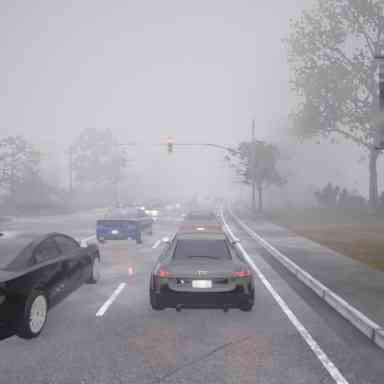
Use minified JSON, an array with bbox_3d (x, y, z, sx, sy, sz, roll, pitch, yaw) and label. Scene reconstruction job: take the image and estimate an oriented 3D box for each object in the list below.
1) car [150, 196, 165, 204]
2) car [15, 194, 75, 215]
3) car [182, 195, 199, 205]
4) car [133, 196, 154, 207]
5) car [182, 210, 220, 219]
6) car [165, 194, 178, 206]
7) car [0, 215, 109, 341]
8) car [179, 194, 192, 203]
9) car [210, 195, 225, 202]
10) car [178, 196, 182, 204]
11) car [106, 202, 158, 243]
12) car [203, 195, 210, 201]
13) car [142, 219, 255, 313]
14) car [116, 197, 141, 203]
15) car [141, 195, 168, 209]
[{"bbox_3d":[-6.486,1.561,62.559,1.994,1.385,4.181,0,0,7],"label":"car"},{"bbox_3d":[-14.546,1.213,32.981,5.566,2.045,2.150,1,0,2],"label":"car"},{"bbox_3d":[0.072,1.489,57.117,2.128,1.511,4.902,0,0,7],"label":"car"},{"bbox_3d":[-7.675,1.489,52.619,2.128,1.511,4.902,0,0,6],"label":"car"},{"bbox_3d":[0.438,1.563,16.179,1.994,1.385,4.181,0,0,2],"label":"car"},{"bbox_3d":[-4.034,1.502,53.771,1.837,1.490,4.892,0,0,7],"label":"car"},{"bbox_3d":[-3.304,1.477,6.615,1.882,1.535,5.008,0,0,1],"label":"car"},{"bbox_3d":[-1.465,1.352,73.058,2.097,1.767,4.553,0,0,8],"label":"car"},{"bbox_3d":[5.802,1.469,74.258,1.882,1.535,5.008,0,0,9],"label":"car"},{"bbox_3d":[-2.914,1.598,62.896,1.895,1.301,4.718,0,0,8],"label":"car"},{"bbox_3d":[-3.070,1.477,16.014,1.882,1.535,5.008,0,0,2],"label":"car"},{"bbox_3d":[3.896,1.496,84.250,1.837,1.490,4.892,0,0,10],"label":"car"},{"bbox_3d":[0.215,1.564,7.778,1.994,1.385,4.181,0,0,1],"label":"car"},{"bbox_3d":[-8.578,1.490,43.436,2.128,1.511,4.902,0,0,5],"label":"car"},{"bbox_3d":[-4.966,1.490,44.517,2.128,1.511,4.902,0,0,5],"label":"car"}]
